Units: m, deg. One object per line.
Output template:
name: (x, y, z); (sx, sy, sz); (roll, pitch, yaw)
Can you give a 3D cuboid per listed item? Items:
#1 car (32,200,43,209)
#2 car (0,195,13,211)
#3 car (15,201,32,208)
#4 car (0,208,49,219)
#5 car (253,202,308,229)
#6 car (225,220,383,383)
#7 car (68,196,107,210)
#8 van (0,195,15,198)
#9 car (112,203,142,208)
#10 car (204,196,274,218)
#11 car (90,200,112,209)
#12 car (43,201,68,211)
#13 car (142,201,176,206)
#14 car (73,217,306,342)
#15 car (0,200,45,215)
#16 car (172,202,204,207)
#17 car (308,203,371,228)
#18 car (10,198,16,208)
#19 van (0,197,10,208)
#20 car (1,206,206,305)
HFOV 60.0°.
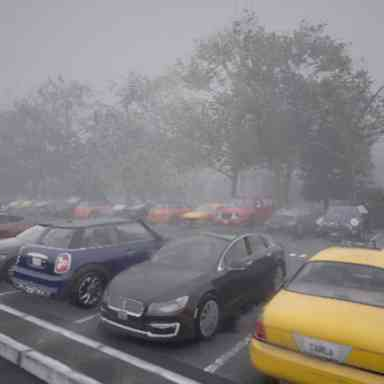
car: (-12.336, 1.657, 32.112); (2.163, 1.488, 4.792); (0, 0, 36)
car: (-25.942, 1.417, 41.810); (2.435, 2.045, 5.566); (0, 0, 36)
car: (-14.609, 1.636, 33.717); (2.231, 1.521, 4.892); (0, 0, 36)
car: (-8.666, 1.612, 13.306); (2.163, 1.488, 4.792); (0, 0, 36)
car: (5.752, 1.551, 19.100); (2.231, 1.521, 4.892); (0, 0, 36)
car: (2.764, 1.523, 5.365); (1.946, 1.575, 5.366); (0, 0, 36)
car: (-7.844, 1.485, 28.815); (2.185, 1.767, 4.553); (0, 0, 36)
van: (-23.730, 1.436, 40.114); (1.878, 1.987, 4.442); (0, 0, 36)
car: (-3.304, 1.592, 25.587); (2.097, 1.535, 5.008); (0, 0, 36)
car: (3.470, 1.310, 20.697); (2.435, 2.045, 5.566); (0, 0, 36)
car: (-5.562, 1.642, 27.218); (2.002, 1.452, 4.674); (0, 0, 36)
car: (-10.105, 1.369, 30.441); (2.435, 2.045, 5.566); (0, 0, 36)
car: (-1.059, 1.457, 23.942); (2.185, 1.767, 4.553); (0, 0, 36)
car: (0.399, 1.539, 6.842); (2.231, 1.521, 4.892); (0, 0, 36)
car: (-19.136, 1.690, 36.963); (2.002, 1.452, 4.674); (0, 0, 36)
car: (1.226, 1.572, 22.348); (2.097, 1.535, 5.008); (0, 0, 36)
car: (8.029, 1.412, 17.496); (2.185, 1.767, 4.553); (0, 0, 36)
car: (-16.872, 1.642, 35.341); (2.097, 1.535, 5.008); (0, 0, 36)
van: (-11.031, 1.367, 14.895); (1.878, 1.987, 4.442); (0, 0, 36)
car: (-1.886, 1.425, 8.436); (2.185, 1.767, 4.553); (0, 0, 36)
